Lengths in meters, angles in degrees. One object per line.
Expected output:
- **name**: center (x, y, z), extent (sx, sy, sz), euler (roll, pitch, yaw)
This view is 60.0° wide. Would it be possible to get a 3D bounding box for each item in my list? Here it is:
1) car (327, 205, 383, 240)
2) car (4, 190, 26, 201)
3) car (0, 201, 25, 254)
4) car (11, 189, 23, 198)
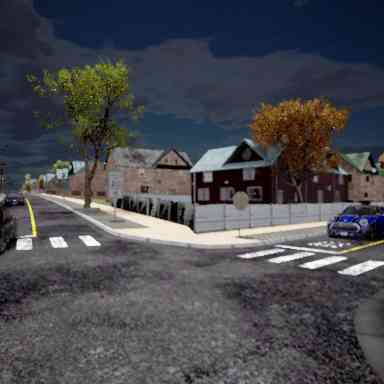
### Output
- **car**: center (9.038, 1.484, 17.795), extent (4.553, 1.767, 2.097), euler (1, -2, -43)
- **car**: center (-19.330, 0.783, 36.421), extent (2.033, 1.411, 5.357), euler (1, 1, -27)
- **car**: center (-7.414, 1.245, 11.860), extent (1.812, 1.442, 4.674), euler (1, 1, -19)
- **car**: center (-30.615, 0.230, 58.119), extent (1.812, 1.442, 4.674), euler (1, 0, -28)
